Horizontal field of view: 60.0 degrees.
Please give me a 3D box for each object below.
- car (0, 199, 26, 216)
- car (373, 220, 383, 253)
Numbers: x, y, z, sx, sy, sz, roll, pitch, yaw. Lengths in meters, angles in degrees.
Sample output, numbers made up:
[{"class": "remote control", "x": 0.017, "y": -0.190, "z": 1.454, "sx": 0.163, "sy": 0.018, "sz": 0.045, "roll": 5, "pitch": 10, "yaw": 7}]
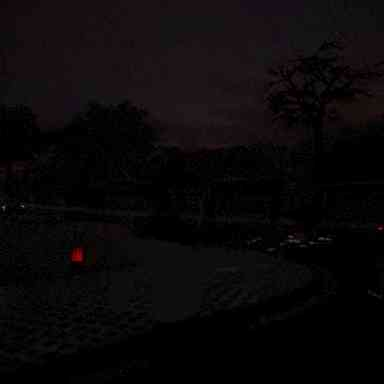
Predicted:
[{"class": "car", "x": -17.779, "y": 1.437, "z": 31.937, "sx": 4.553, "sy": 1.767, "sz": 2.097, "roll": 0, "pitch": 3, "yaw": 44}, {"class": "car", "x": 8.831, "y": 1.348, "z": 11.465, "sx": 4.553, "sy": 1.767, "sz": 2.097, "roll": -2, "pitch": -1, "yaw": 31}]
